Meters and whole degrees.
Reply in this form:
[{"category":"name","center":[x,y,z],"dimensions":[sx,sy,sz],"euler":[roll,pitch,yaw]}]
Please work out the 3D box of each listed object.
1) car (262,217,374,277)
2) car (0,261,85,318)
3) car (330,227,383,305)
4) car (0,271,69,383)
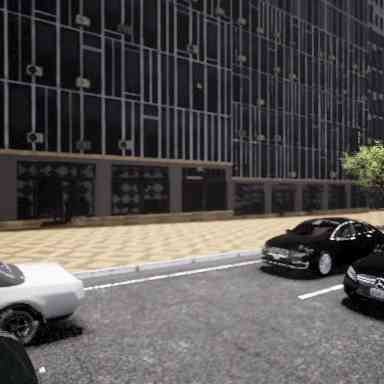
[{"category":"car","center":[4.338,1.596,10.660],"dimensions":[4.892,1.490,1.837],"euler":[1,0,-35]},{"category":"car","center":[-4.135,1.594,4.707],"dimensions":[4.718,1.301,1.895],"euler":[1,0,-35]},{"category":"car","center":[5.291,1.606,7.362],"dimensions":[4.674,1.442,1.812],"euler":[1,0,-35]},{"category":"car","center":[-2.928,1.549,1.576],"dimensions":[4.181,1.385,1.994],"euler":[1,0,-35]}]
